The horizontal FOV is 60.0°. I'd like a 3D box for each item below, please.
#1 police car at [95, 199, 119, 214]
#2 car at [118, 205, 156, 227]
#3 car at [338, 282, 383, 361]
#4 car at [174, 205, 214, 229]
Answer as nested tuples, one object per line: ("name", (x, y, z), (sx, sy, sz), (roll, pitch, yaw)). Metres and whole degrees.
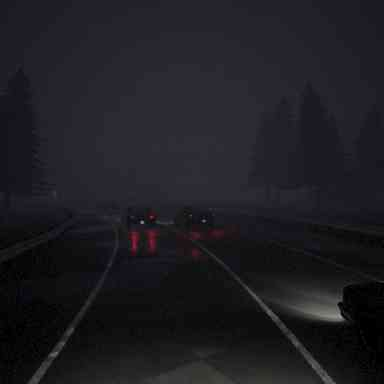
("police car", (-9.561, 1.549, 37.136), (1.930, 1.638, 5.238), (0, -1, -27))
("car", (-3.867, 1.671, 23.581), (1.895, 1.301, 4.718), (0, 0, -17))
("car", (3.385, 1.542, 2.923), (2.033, 1.411, 5.357), (0, 0, -3))
("car", (0.099, 1.578, 22.361), (1.812, 1.442, 4.674), (0, 0, -16))
